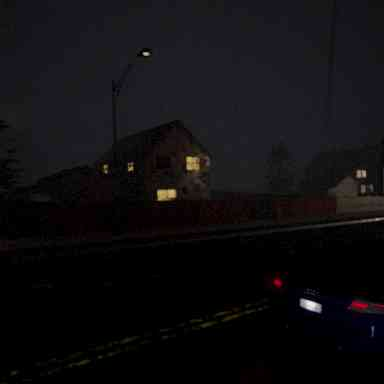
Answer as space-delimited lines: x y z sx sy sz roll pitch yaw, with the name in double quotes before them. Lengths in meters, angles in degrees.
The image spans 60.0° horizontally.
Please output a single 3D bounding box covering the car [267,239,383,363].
"car" 3.276 1.533 5.777 4.181 1.385 1.994 0 0 -36
